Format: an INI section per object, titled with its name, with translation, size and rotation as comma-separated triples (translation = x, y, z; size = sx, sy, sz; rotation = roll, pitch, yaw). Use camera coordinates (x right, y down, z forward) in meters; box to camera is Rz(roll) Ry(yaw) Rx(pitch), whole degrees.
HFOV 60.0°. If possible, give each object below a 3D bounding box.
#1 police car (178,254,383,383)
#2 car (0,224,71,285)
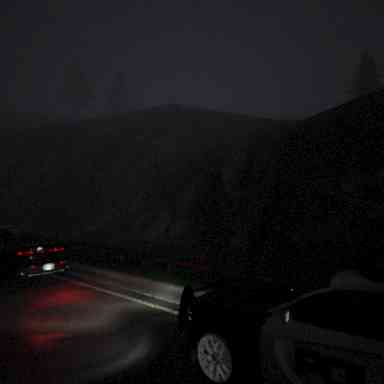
[police car]
translation = 1.986, 1.541, 3.683
size = 5.238, 1.638, 1.930
rotation = -1, -2, 43
[car]
translation = -5.658, 1.756, 10.277
size = 4.892, 1.490, 1.837
rotation = -1, -2, 39
